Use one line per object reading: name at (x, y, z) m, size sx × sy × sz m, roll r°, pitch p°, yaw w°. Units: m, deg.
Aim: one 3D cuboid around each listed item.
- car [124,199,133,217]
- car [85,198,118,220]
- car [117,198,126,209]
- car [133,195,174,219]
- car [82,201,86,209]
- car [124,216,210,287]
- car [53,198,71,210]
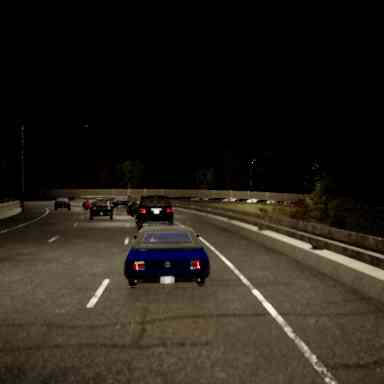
car at (-5.128, 1.580, 31.954) m, size 1.994 × 1.385 × 4.181 m, roll 0°, pitch 0°, yaw -17°
car at (-7.806, 1.508, 28.712) m, size 2.128 × 1.511 × 4.902 m, roll 0°, pitch 0°, yaw -15°
car at (-9.459, 1.515, 43.651) m, size 2.128 × 1.511 × 4.902 m, roll 0°, pitch 0°, yaw -23°
car at (-2.515, 1.231, 21.498) m, size 2.150 × 2.045 × 5.566 m, roll 0°, pitch 0°, yaw -11°
car at (-13.028, 1.590, 43.092) m, size 1.994 × 1.385 × 4.181 m, roll 0°, pitch 0°, yaw -24°
car at (-0.710, 1.605, 9.376) m, size 1.895 × 1.301 × 4.718 m, roll 0°, pitch 0°, yaw -5°
car at (-16.631, 1.519, 42.587) m, size 2.128 × 1.511 × 4.902 m, roll 0°, pitch 0°, yaw -24°
